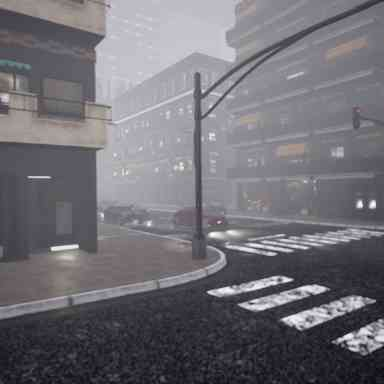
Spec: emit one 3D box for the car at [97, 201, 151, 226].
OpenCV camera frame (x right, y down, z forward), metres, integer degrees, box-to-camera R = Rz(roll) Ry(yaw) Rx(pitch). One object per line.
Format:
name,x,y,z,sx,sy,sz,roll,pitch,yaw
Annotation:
car,-5.139,1.635,24.572,1.947,1.339,4.313,-1,1,-36

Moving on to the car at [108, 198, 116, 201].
car,-11.891,1.525,47.265,1.887,1.381,4.507,-1,1,-36

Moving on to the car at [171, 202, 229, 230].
car,0.413,1.598,21.125,1.994,1.385,4.181,-1,0,-36

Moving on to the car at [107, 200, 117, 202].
car,-5.492,1.641,29.254,1.895,1.301,4.718,-1,1,-36

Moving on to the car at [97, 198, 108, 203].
car,-11.603,1.552,37.676,1.837,1.490,4.892,-1,1,-36
